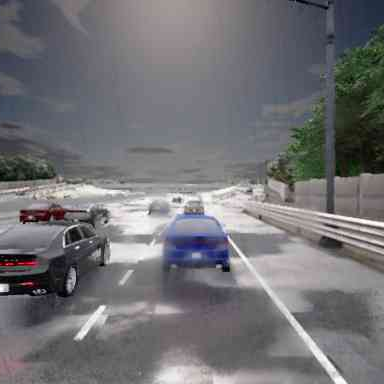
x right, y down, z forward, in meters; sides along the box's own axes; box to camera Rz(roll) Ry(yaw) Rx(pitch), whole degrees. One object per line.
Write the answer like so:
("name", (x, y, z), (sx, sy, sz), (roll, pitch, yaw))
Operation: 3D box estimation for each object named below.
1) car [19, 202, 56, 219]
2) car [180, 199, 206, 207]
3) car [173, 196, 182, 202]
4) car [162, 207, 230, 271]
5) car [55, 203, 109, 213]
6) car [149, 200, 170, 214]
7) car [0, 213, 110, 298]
("car", (-10.334, 1.477, 23.760), (1.882, 1.535, 5.008), (0, 0, 0))
("car", (0.213, 1.547, 29.521), (2.033, 1.411, 5.357), (0, 0, 1))
("car", (-3.264, 1.518, 73.408), (2.128, 1.511, 4.902), (0, 0, 0))
("car", (0.117, 1.478, 10.973), (1.882, 1.535, 5.008), (0, 0, 0))
("car", (-6.842, 1.491, 22.094), (2.128, 1.511, 4.902), (0, 0, 0))
("car", (-3.373, 1.564, 35.043), (1.994, 1.385, 4.181), (0, 0, 0))
("car", (-3.490, 1.507, 8.518), (1.837, 1.490, 4.892), (0, 0, 0))
